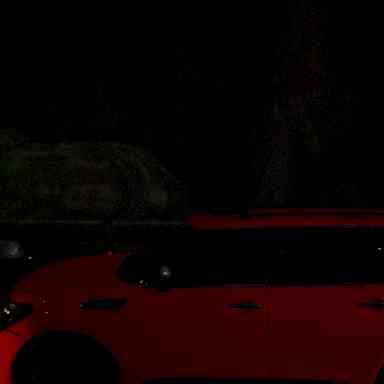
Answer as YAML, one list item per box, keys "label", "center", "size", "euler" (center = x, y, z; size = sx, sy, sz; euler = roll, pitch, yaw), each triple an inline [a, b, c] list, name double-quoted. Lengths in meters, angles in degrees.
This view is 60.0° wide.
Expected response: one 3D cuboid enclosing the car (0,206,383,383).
- label: "car"
  center: [0.632, 1.218, 4.001]
  size: [5.566, 2.045, 2.150]
  euler: [0, 0, 3]
